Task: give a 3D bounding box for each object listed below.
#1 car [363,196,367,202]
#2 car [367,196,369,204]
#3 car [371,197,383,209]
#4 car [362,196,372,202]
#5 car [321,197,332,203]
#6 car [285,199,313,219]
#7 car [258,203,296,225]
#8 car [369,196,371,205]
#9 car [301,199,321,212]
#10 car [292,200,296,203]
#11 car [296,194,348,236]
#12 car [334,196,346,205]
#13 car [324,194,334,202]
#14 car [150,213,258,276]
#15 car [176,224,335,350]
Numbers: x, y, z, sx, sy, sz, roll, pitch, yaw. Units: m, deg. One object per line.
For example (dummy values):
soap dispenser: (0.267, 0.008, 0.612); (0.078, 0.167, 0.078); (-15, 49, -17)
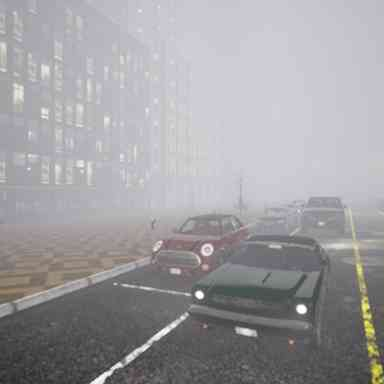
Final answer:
car: (35.986, 1.637, 66.617); (1.887, 1.381, 4.507); (0, 0, 25)
car: (31.398, 1.597, 56.756); (1.752, 1.417, 4.829); (0, 0, 25)
car: (26.668, 1.618, 46.586); (1.947, 1.339, 4.313); (0, 0, 25)
car: (42.975, 1.672, 81.638); (1.887, 1.381, 4.507); (0, 0, 25)
car: (28.389, 1.656, 70.152); (1.947, 1.339, 4.313); (0, 0, 25)
car: (9.750, 1.463, 30.093); (1.967, 1.590, 4.097); (0, 0, 25)
car: (5.090, 1.563, 20.077); (2.008, 1.369, 4.403); (0, 0, 25)
car: (29.069, 1.587, 51.747); (1.752, 1.417, 4.829); (0, 0, 25)
car: (14.410, 1.600, 40.107); (1.947, 1.339, 4.313); (0, 0, 25)
car: (7.420, 1.568, 25.085); (2.008, 1.369, 4.403); (0, 0, 25)
car: (7.635, 1.235, 19.161); (2.150, 2.045, 5.566); (0, 0, 25)
car: (28.332, 1.557, 63.644); (1.882, 1.535, 5.008); (0, 0, 25)
car: (33.047, 1.428, 80.168); (2.192, 1.841, 5.009); (0, 0, 25)
car: (0.431, 1.444, 10.064); (1.967, 1.590, 4.097); (0, 0, 25)
car: (1.662, 1.604, 6.553); (1.895, 1.301, 4.718); (0, 0, 25)
